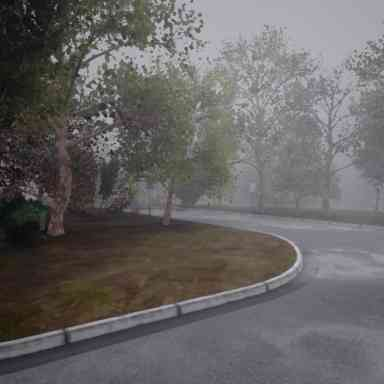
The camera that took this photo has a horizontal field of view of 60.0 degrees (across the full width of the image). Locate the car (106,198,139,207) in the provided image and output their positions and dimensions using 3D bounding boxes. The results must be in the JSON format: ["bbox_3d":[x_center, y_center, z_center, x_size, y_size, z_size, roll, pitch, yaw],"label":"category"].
[{"bbox_3d":[-8.084,0.933,37.005,4.674,1.442,1.812,1,-1,28],"label":"car"}]
